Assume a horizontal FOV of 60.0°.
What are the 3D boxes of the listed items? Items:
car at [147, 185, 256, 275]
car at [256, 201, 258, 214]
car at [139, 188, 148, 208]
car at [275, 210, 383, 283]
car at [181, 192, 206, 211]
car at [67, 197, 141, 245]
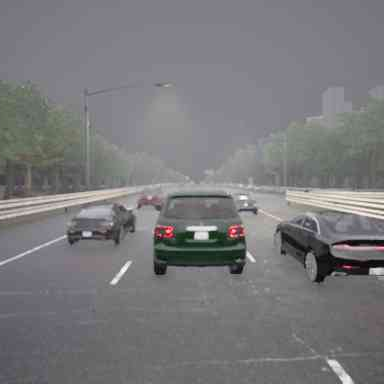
[{"bbox_3d":[0.100,0.932,9.627,2.150,2.045,5.566,0,2,-2],"label":"car"},{"bbox_3d":[3.569,0.803,24.365,2.033,1.411,5.357,0,2,0],"label":"car"},{"bbox_3d":[-3.407,0.447,29.087,2.097,1.767,4.553,0,2,0],"label":"car"},{"bbox_3d":[3.564,1.229,8.790,2.128,1.511,4.902,0,2,0],"label":"car"},{"bbox_3d":[0.090,0.745,27.631,1.895,1.301,4.718,0,2,0],"label":"car"},{"bbox_3d":[-3.416,1.132,13.151,1.812,1.442,4.674,0,2,0],"label":"car"}]
